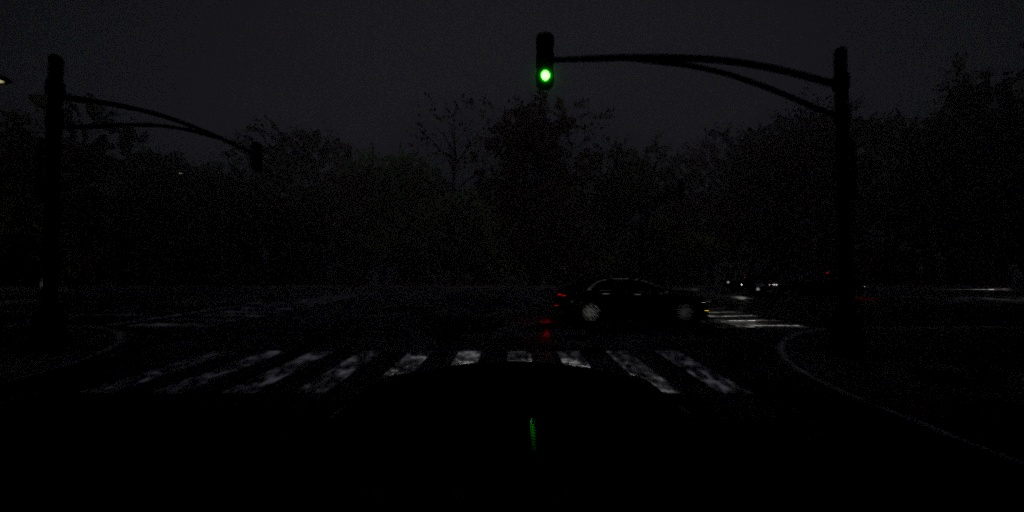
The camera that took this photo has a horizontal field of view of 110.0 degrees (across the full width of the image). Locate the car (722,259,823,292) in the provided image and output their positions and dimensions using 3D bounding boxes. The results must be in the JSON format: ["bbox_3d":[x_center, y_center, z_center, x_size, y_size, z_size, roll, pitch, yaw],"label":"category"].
[{"bbox_3d":[15.748,1.230,21.523,5.566,2.045,2.150,0,-1,1],"label":"car"}]

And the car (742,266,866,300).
[{"bbox_3d":[15.004,1.424,18.280,4.902,1.511,2.128,0,-1,1],"label":"car"}]

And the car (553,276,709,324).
[{"bbox_3d":[3.825,1.397,11.858,4.892,1.490,1.837,0,-1,1],"label":"car"}]
